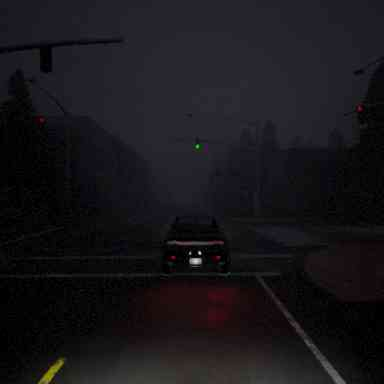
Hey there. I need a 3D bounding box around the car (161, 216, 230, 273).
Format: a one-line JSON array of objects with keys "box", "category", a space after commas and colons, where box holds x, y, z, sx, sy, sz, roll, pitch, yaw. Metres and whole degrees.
[{"box": [0.096, 1.501, 10.724, 2.128, 1.511, 4.902, 0, 0, 0], "category": "car"}]
